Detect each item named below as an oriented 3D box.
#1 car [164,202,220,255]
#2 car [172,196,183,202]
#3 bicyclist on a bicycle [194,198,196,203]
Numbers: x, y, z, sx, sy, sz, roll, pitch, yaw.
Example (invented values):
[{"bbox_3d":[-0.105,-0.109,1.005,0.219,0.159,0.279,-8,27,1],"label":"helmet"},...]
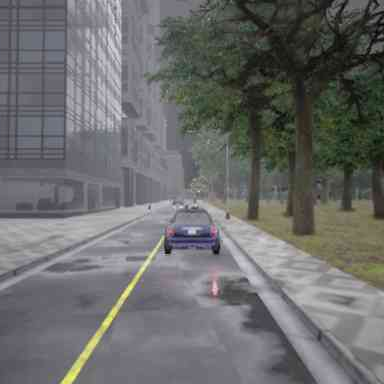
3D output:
[{"bbox_3d":[0.002,1.486,14.086,2.097,1.767,4.553,0,-1,0],"label":"car"},{"bbox_3d":[-3.015,1.980,71.582,2.150,2.045,5.566,0,-1,0],"label":"car"},{"bbox_3d":[0.807,2.428,89.471,0.582,1.620,1.656,0,-1,0],"label":"bicyclist on a bicycle"}]
